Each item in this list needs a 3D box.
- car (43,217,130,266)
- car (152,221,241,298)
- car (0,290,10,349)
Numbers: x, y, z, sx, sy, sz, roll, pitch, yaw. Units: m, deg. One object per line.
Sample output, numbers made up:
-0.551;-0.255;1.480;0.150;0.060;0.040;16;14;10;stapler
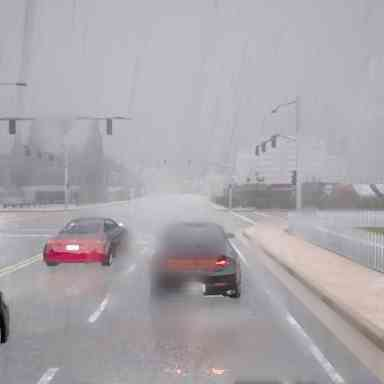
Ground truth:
-3.416;1.562;11.517;1.994;1.385;4.181;0;0;0;car
0.088;1.504;8.478;1.837;1.490;4.892;0;0;0;car
-3.408;1.491;2.609;2.128;1.511;4.902;0;0;0;car
